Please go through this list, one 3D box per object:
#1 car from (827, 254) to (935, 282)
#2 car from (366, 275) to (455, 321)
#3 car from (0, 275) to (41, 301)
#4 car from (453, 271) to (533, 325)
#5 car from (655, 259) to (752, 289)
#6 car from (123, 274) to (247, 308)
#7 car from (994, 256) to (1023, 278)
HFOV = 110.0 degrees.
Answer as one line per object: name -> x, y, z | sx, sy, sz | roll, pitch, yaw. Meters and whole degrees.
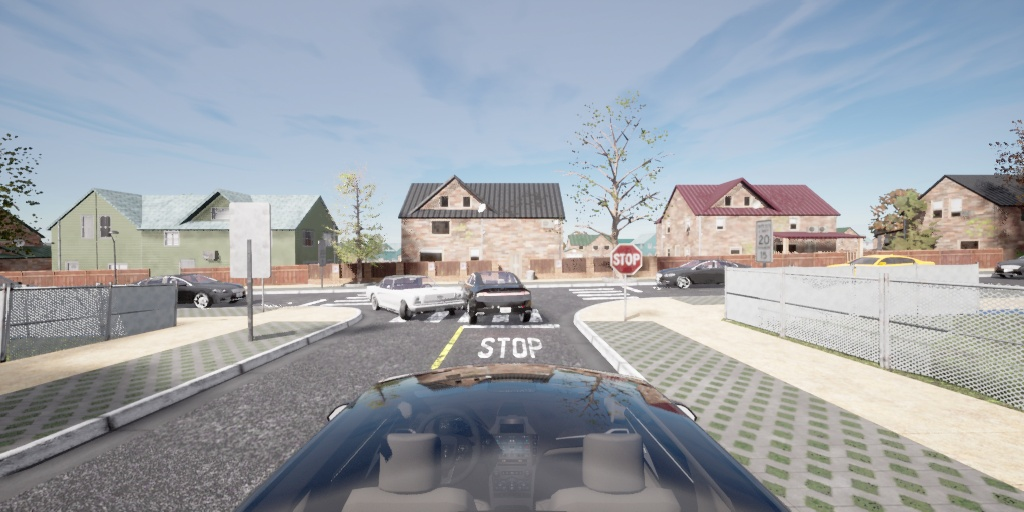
car -> 19.770, 0.690, 19.426 | 5.008, 1.535, 1.882 | -1, 1, -1
car -> -3.597, 1.368, 12.852 | 1.895, 1.301, 4.718 | 0, 0, -38
car -> -24.232, 1.648, 16.317 | 4.553, 1.767, 2.097 | -1, 1, 0
car -> -0.680, 1.242, 11.991 | 2.128, 1.511, 4.902 | 0, 0, -12
car -> 10.340, 0.926, 19.394 | 4.902, 1.511, 2.128 | -1, 1, 0
car -> -14.895, 1.566, 16.353 | 4.902, 1.511, 2.128 | -1, 1, 0
car -> 29.394, 0.478, 19.458 | 4.902, 1.511, 2.128 | -1, 1, 0
